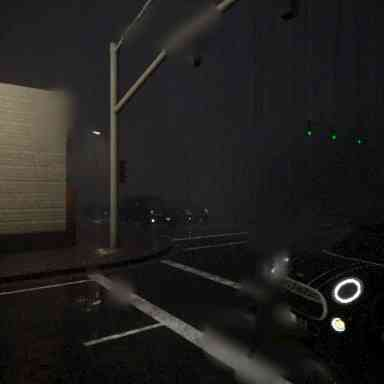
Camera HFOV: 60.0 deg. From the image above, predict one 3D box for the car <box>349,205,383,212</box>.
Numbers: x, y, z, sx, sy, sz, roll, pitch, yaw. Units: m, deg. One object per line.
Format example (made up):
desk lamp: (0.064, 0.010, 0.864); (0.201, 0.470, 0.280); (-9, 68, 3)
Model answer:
car: (11.471, 1.520, 20.484); (1.882, 1.535, 5.008); (0, 0, -36)

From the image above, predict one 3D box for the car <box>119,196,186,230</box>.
car: (-3.040, 1.277, 22.372); (2.150, 2.045, 5.566); (0, 0, -36)

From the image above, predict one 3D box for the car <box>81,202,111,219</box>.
car: (-8.502, 1.619, 30.041); (1.994, 1.385, 4.181); (0, 0, -35)

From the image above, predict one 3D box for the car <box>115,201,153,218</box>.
car: (-5.687, 1.619, 32.115); (1.994, 1.385, 4.181); (0, 0, -35)

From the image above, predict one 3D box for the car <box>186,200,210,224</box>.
car: (-0.671, 1.407, 25.084); (2.097, 1.767, 4.553); (0, 0, -35)

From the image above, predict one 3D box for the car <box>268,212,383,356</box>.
car: (3.653, 1.368, 5.966); (4.553, 1.767, 2.097); (0, 0, -19)
